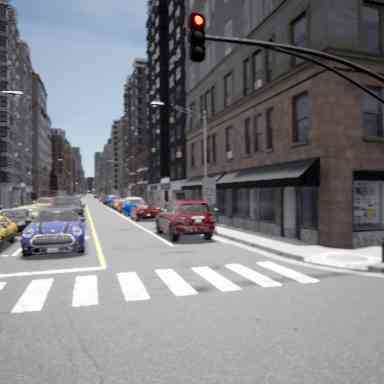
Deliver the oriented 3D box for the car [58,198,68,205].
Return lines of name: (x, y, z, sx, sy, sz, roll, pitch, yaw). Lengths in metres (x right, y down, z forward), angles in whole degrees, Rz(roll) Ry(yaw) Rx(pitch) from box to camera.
car: (-26.263, 1.854, 67.803, 1.802, 1.307, 4.206, 0, 0, -18)

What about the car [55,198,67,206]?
car: (-24.494, 1.798, 62.433, 1.887, 1.381, 4.507, 0, 0, -18)

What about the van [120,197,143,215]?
van: (-5.779, 1.427, 32.851, 1.690, 1.788, 3.998, 0, 0, -18)

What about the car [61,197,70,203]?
car: (-29.800, 1.910, 78.542, 1.802, 1.307, 4.206, 0, 0, -18)

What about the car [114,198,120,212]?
car: (-7.546, 1.686, 38.223, 1.802, 1.307, 4.206, 0, 0, -18)

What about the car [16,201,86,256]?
car: (-5.511, 1.426, 13.604, 2.097, 1.767, 4.553, 0, 0, -18)

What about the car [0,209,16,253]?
car: (-8.523, 1.625, 13.930, 1.752, 1.417, 4.829, 0, 0, -18)

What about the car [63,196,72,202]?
car: (-33.339, 1.830, 89.285, 1.967, 1.590, 4.097, 0, 0, -18)

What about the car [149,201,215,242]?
car: (-0.471, 1.347, 16.733, 2.192, 1.841, 5.009, 0, 0, -18)

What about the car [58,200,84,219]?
car: (-11.542, 1.627, 32.066, 2.128, 1.511, 4.902, 0, 0, -18)

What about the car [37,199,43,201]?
car: (-13.829, 1.680, 30.044, 1.752, 1.417, 4.829, 0, 0, -18)

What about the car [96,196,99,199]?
car: (-21.702, 1.699, 81.201, 1.967, 1.590, 4.097, 0, 0, -18)

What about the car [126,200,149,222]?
car: (-4.008, 1.613, 27.478, 1.887, 1.381, 4.507, 0, 0, -18)

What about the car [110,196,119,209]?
car: (-9.369, 1.646, 43.758, 1.752, 1.417, 4.829, 0, 0, -18)

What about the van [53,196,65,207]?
van: (-22.726, 1.579, 57.062, 1.690, 1.788, 3.998, 0, 0, -18)

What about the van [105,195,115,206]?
van: (-12.855, 1.494, 54.342, 1.690, 1.788, 3.998, 0, 0, -18)

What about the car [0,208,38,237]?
car: (-10.344, 1.685, 19.463, 1.947, 1.339, 4.313, 0, 0, -18)

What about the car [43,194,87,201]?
car: (-8.505, 1.327, 22.673, 2.150, 2.045, 5.566, 0, 0, -18)

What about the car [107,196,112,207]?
car: (-11.085, 1.719, 48.970, 1.802, 1.307, 4.206, 0, 0, -18)

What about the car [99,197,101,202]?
car: (-16.394, 1.499, 65.088, 2.192, 1.841, 5.009, 0, 0, -18)

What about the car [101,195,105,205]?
car: (-14.625, 1.484, 59.715, 2.192, 1.841, 5.009, 0, 0, -18)

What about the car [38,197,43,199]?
car: (-15.652, 1.487, 35.577, 2.192, 1.841, 5.009, 0, 0, -18)
